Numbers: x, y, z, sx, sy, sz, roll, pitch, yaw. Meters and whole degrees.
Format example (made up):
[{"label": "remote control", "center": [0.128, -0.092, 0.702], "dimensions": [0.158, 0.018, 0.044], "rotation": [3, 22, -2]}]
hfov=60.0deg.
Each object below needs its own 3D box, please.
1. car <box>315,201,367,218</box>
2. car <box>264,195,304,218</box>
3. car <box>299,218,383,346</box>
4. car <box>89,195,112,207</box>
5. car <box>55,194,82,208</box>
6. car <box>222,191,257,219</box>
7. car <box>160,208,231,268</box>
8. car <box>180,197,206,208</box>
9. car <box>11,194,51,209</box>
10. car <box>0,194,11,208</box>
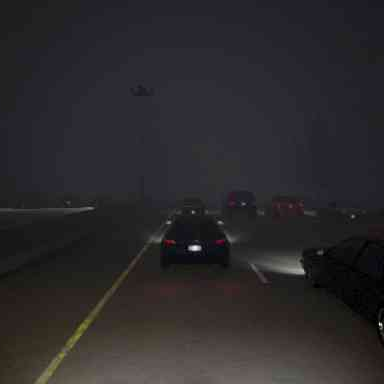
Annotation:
[{"label": "car", "center": [10.578, 1.297, 24.050], "dimensions": [1.895, 1.301, 4.718], "rotation": [0, 1, 0]}, {"label": "car", "center": [7.082, 1.023, 25.980], "dimensions": [2.097, 1.767, 4.553], "rotation": [0, 1, 0]}, {"label": "car", "center": [3.564, 1.473, 5.821], "dimensions": [2.033, 1.411, 5.357], "rotation": [0, 1, 0]}, {"label": "car", "center": [-10.828, 1.064, 39.617], "dimensions": [1.994, 1.385, 4.181], "rotation": [0, 1, -2]}, {"label": "car", "center": [-14.286, 1.018, 38.667], "dimensions": [1.837, 1.490, 4.892], "rotation": [0, 0, -2]}, {"label": "car", "center": [3.587, 0.897, 25.773], "dimensions": [2.150, 2.045, 5.566], "rotation": [0, 1, 0]}, {"label": "car", "center": [0.084, 1.427, 10.798], "dimensions": [1.994, 1.385, 4.181], "rotation": [0, 1, 0]}, {"label": "car", "center": [0.085, 1.167, 26.866], "dimensions": [1.837, 1.490, 4.892], "rotation": [0, 1, 0]}, {"label": "car", "center": [-17.705, 1.076, 37.360], "dimensions": [2.033, 1.411, 5.357], "rotation": [0, 1, -2]}, {"label": "car", "center": [-21.272, 1.020, 38.472], "dimensions": [1.837, 1.490, 4.892], "rotation": [0, 1, -2]}]
